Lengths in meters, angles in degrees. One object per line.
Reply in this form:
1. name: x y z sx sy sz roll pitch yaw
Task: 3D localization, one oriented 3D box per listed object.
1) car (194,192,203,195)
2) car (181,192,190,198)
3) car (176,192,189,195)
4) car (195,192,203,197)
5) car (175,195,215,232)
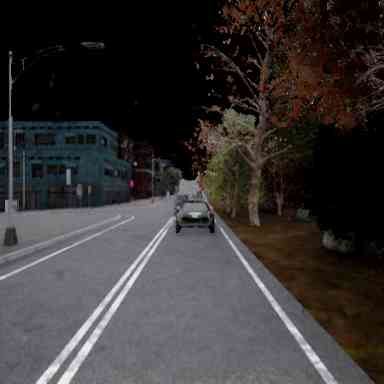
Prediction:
1. car: 1.552 0.879 79.996 2.033 1.411 5.357 0 1 2
2. car: -1.570 0.835 84.075 1.994 1.385 4.181 0 1 2
3. car: -2.083 0.834 68.296 2.097 1.767 4.553 0 1 2
4. car: 1.876 0.606 90.410 2.033 1.411 5.357 0 1 2
5. car: 0.182 1.253 19.360 2.097 1.767 4.553 0 0 0
